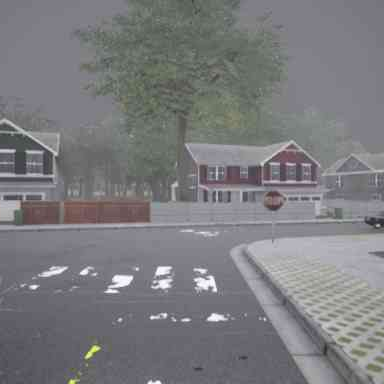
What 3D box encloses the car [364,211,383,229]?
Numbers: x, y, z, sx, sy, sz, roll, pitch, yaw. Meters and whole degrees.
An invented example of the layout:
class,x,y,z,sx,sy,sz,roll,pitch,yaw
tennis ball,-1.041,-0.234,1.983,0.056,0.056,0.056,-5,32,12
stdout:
class,x,y,z,sx,sy,sz,roll,pitch,yaw
car,13.350,1.753,20.934,4.718,1.301,1.895,1,0,-20
